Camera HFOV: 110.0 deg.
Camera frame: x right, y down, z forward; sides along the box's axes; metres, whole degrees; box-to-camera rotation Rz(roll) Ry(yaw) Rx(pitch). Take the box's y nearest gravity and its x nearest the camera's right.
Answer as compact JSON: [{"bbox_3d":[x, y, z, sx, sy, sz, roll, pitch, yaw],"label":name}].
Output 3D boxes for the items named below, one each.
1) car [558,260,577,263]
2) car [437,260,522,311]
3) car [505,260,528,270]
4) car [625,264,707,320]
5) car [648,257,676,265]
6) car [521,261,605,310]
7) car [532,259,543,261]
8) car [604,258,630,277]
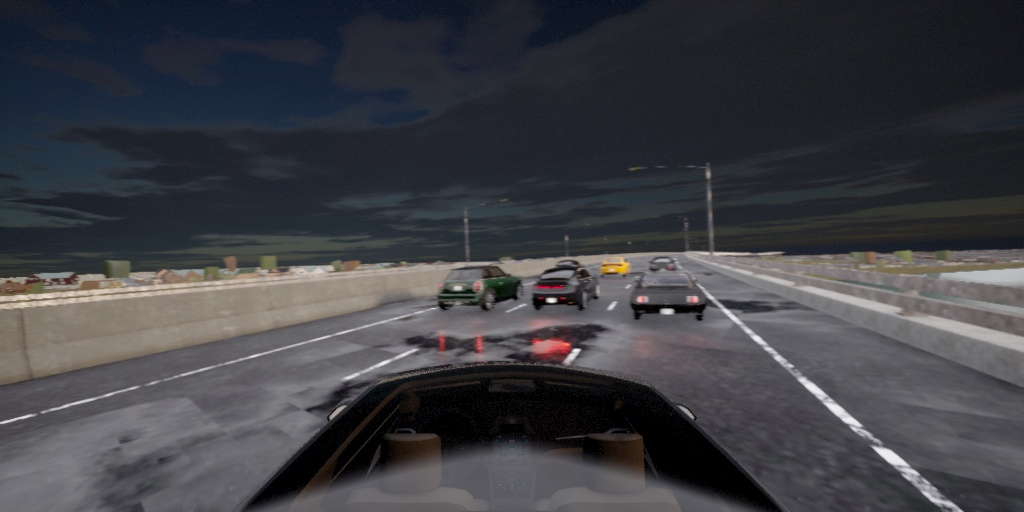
[{"bbox_3d":[4.698,1.072,29.314,1.837,1.490,4.892,-3,0,23],"label":"car"},{"bbox_3d":[-1.163,1.170,15.099,2.097,1.767,4.553,-3,0,22],"label":"car"},{"bbox_3d":[0.784,1.378,56.231,1.994,1.385,4.181,-3,0,24],"label":"car"},{"bbox_3d":[4.902,1.127,11.436,1.895,1.301,4.718,-3,0,23],"label":"car"},{"bbox_3d":[11.541,0.763,27.545,1.812,1.442,4.674,-3,0,23],"label":"car"},{"bbox_3d":[2.225,1.163,14.125,1.837,1.490,4.892,-3,0,22],"label":"car"},{"bbox_3d":[3.719,1.175,54.234,1.837,1.490,4.892,-3,0,24],"label":"car"},{"bbox_3d":[8.487,0.863,29.301,1.882,1.535,5.008,-3,0,23],"label":"car"}]
